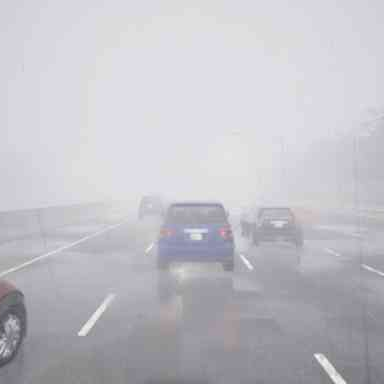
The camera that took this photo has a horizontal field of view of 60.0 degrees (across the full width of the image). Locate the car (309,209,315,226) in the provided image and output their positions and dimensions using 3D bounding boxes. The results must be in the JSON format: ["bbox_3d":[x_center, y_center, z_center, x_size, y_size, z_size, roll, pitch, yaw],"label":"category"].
[{"bbox_3d":[7.162,1.533,23.922,1.882,1.535,5.008,0,0,0],"label":"car"}]

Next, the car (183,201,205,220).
[{"bbox_3d":[0.197,1.573,29.663,1.837,1.490,4.892,0,0,0],"label":"car"}]

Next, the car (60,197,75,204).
[{"bbox_3d":[-24.061,1.724,65.004,1.895,1.301,4.718,0,0,1],"label":"car"}]

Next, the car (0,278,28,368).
[{"bbox_3d":[-3.397,1.356,2.922,2.097,1.767,4.553,0,0,0],"label":"car"}]

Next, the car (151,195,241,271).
[{"bbox_3d":[0.116,1.243,11.185,2.150,2.045,5.566,0,0,0],"label":"car"}]

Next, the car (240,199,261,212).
[{"bbox_3d":[7.288,1.622,41.825,1.812,1.442,4.674,0,0,1],"label":"car"}]

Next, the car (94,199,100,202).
[{"bbox_3d":[-17.064,1.629,64.953,1.837,1.490,4.892,0,0,1],"label":"car"}]

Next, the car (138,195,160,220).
[{"bbox_3d":[-3.306,1.288,29.225,2.150,2.045,5.566,0,0,0],"label":"car"}]

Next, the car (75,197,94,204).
[{"bbox_3d":[-20.556,1.668,65.410,2.033,1.411,5.357,0,0,1],"label":"car"}]

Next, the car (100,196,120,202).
[{"bbox_3d":[-13.691,1.612,57.665,2.128,1.511,4.902,0,0,1],"label":"car"}]

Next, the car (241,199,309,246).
[{"bbox_3d":[3.528,1.384,15.580,2.097,1.767,4.553,0,0,0],"label":"car"}]

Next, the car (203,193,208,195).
[{"bbox_3d":[4.338,1.689,89.849,1.812,1.442,4.674,0,0,1],"label":"car"}]
